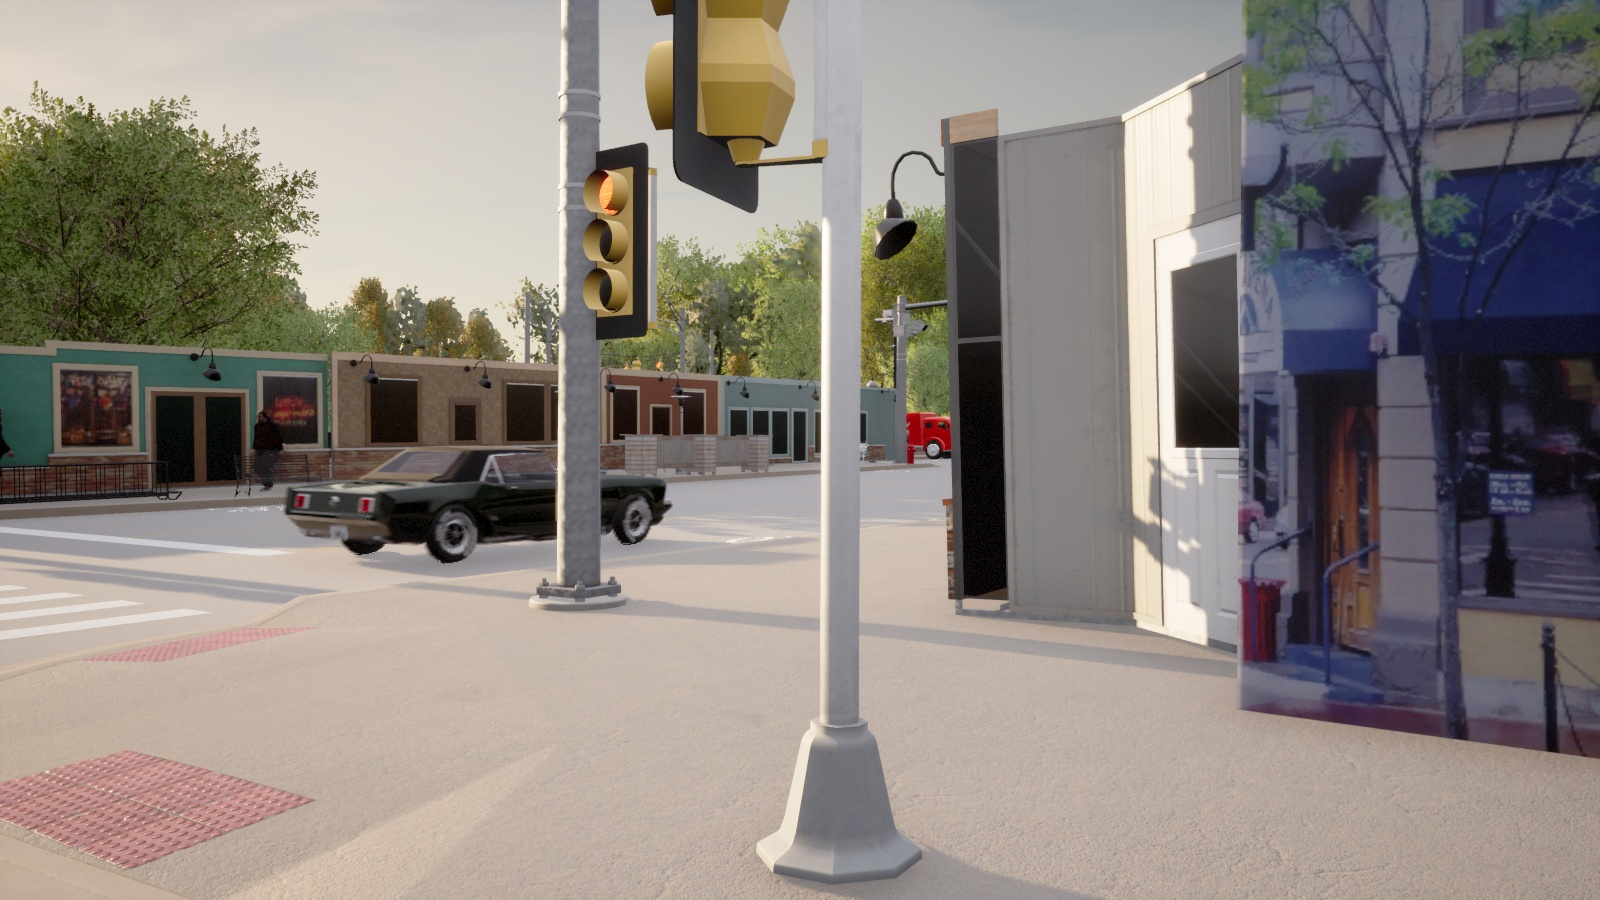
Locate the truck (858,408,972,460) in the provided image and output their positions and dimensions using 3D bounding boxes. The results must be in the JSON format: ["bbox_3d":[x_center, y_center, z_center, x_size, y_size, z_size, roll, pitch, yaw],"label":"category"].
[{"bbox_3d":[6.028,-0.823,65.672,5.204,2.467,2.627,-3,0,29],"label":"truck"}]

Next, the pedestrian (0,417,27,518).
[{"bbox_3d":[-14.974,0.322,23.260,0.634,1.844,0.899,0,1,35],"label":"pedestrian"}]

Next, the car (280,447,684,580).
[{"bbox_3d":[-3.728,0.663,15.589,1.895,1.301,4.718,0,1,36],"label":"car"}]

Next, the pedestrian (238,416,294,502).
[{"bbox_3d":[-11.662,0.188,27.429,0.634,1.844,0.899,0,1,26],"label":"pedestrian"}]
